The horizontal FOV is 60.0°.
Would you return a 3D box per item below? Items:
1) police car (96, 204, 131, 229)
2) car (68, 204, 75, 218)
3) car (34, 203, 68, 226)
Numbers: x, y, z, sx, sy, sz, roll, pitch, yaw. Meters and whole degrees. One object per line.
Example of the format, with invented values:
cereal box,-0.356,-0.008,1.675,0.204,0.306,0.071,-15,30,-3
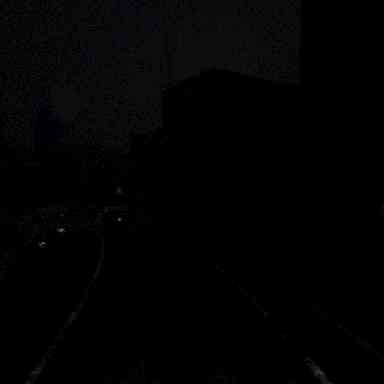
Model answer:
police car,-5.830,1.679,24.390,1.930,1.638,5.238,-1,-1,-23
car,-15.681,2.183,39.353,2.097,1.767,4.553,-3,0,-41
car,-12.736,2.054,29.465,1.882,1.535,5.008,-2,-1,-33
